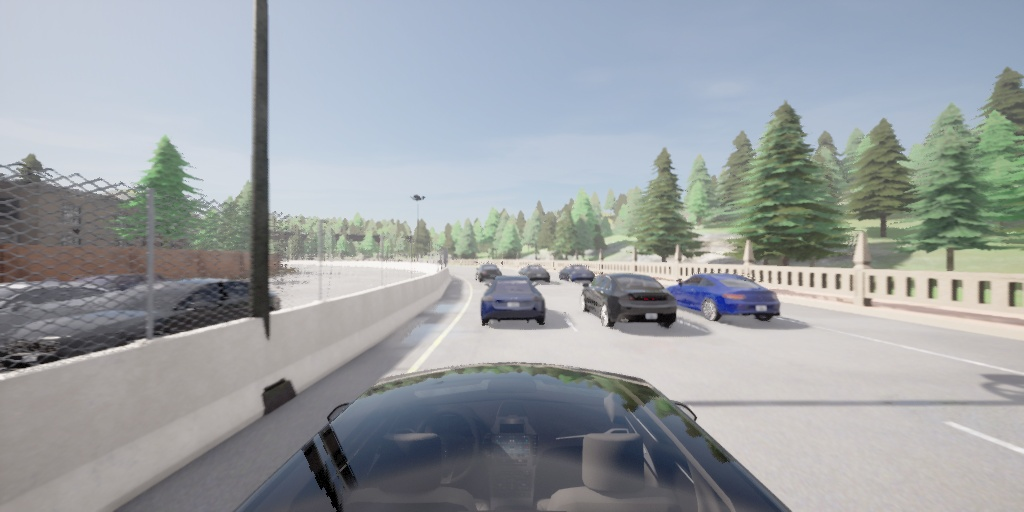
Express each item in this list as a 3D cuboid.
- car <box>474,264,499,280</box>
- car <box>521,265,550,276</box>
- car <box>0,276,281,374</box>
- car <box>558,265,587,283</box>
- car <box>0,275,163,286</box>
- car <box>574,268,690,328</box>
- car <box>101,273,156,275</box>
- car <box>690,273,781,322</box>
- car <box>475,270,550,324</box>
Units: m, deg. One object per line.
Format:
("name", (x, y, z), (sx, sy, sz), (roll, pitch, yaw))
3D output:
("car", (-1.966, 1.386, 29.568), (1.812, 1.442, 4.674), (0, 0, -11))
("car", (1.698, 1.422, 29.034), (1.994, 1.385, 4.181), (0, 0, -10))
("car", (-7.152, 1.278, 7.735), (1.837, 1.490, 4.892), (0, 0, -1))
("car", (5.195, 1.423, 29.338), (1.994, 1.385, 4.181), (0, 0, -10))
("car", (-10.646, 1.298, 7.646), (1.812, 1.442, 4.674), (0, 0, -1))
("car", (3.503, 1.295, 11.582), (1.837, 1.490, 4.892), (0, 0, -1))
("car", (-14.218, 1.341, 12.983), (2.033, 1.411, 5.357), (0, 0, -2))
("car", (6.966, 1.318, 12.407), (1.812, 1.442, 4.674), (0, 0, -2))
("car", (-0.013, 1.355, 12.148), (1.994, 1.385, 4.181), (0, 0, -1))
